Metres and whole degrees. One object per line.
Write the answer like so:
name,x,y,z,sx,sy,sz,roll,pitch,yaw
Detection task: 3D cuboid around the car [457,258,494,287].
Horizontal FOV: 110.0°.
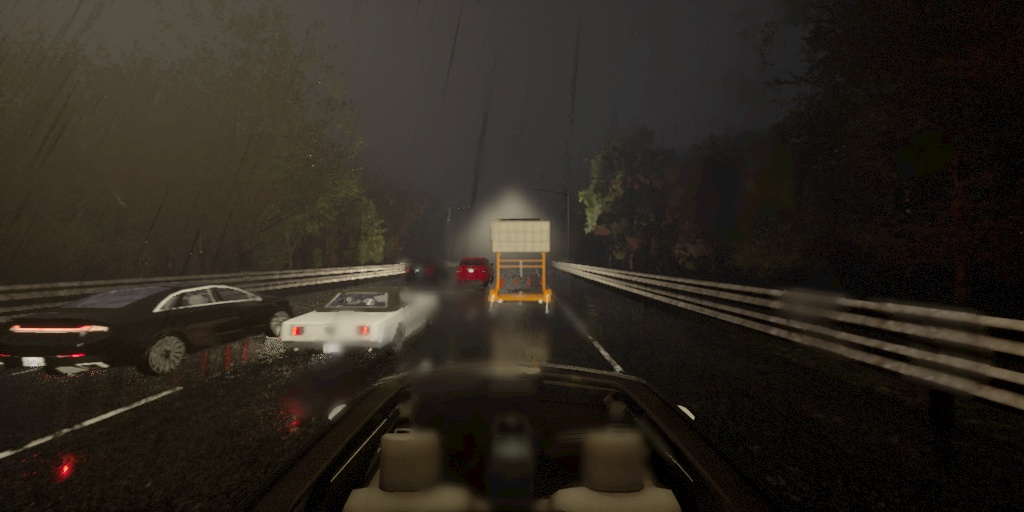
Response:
car,-2.630,1.133,26.602,2.150,2.045,5.566,0,0,2

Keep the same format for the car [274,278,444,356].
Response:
car,-3.183,1.402,8.718,1.895,1.301,4.718,0,0,1

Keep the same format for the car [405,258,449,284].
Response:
car,-6.141,1.141,26.485,2.150,2.045,5.566,0,0,1

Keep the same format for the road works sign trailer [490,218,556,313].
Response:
road works sign trailer,0.371,0.295,14.462,2.380,3.560,2.880,0,0,2

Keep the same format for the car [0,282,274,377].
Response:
car,-6.712,1.293,7.500,2.128,1.511,4.902,0,0,1
